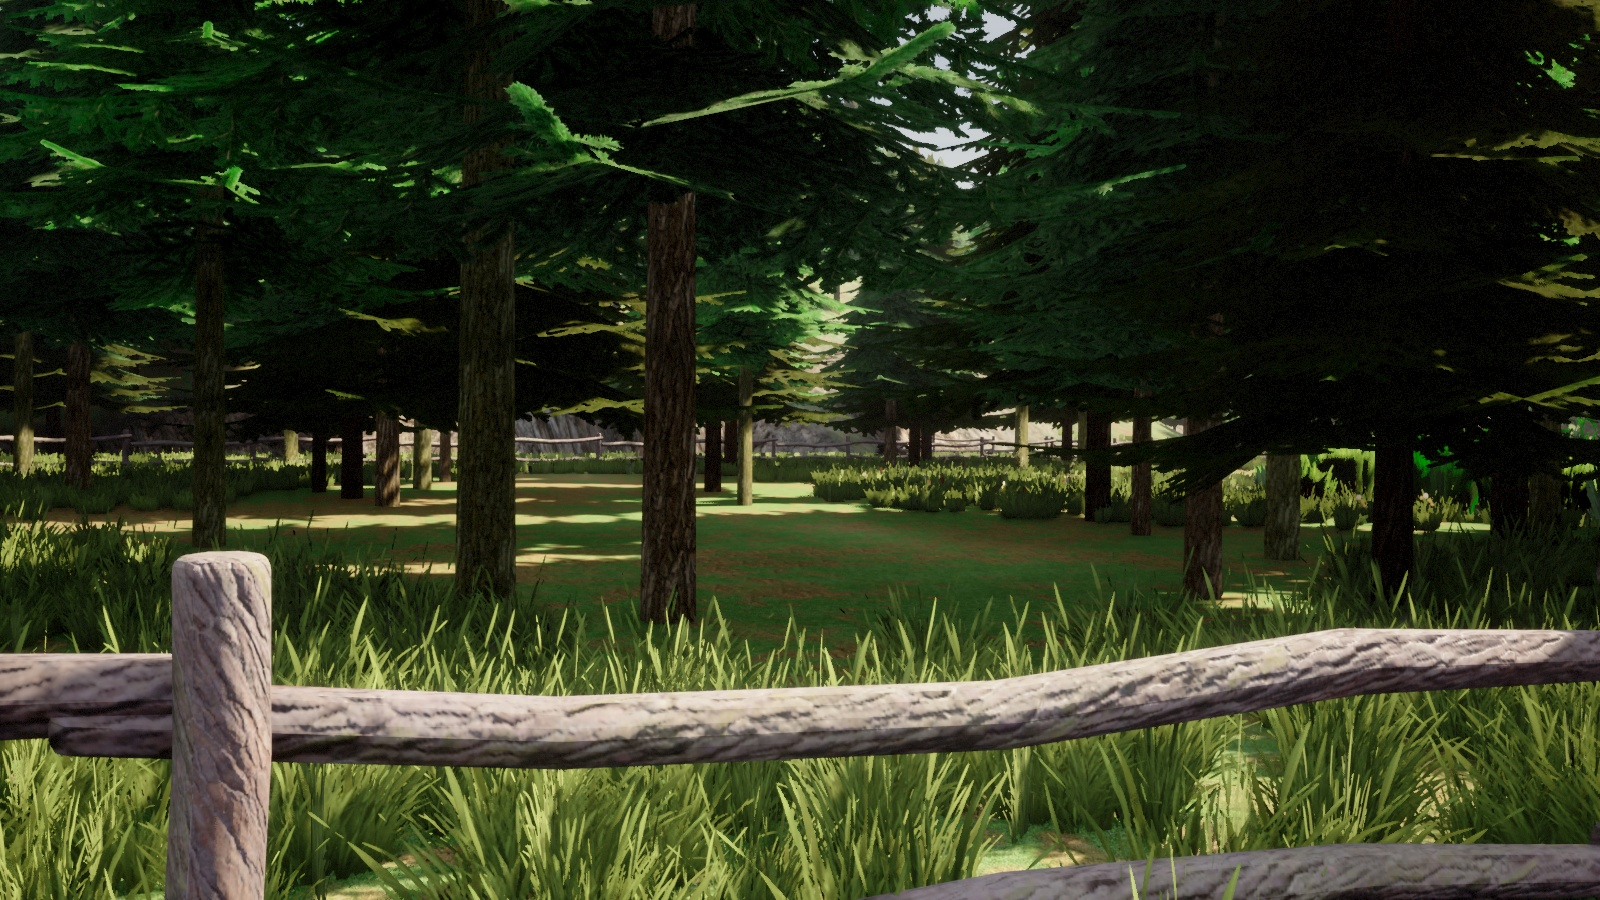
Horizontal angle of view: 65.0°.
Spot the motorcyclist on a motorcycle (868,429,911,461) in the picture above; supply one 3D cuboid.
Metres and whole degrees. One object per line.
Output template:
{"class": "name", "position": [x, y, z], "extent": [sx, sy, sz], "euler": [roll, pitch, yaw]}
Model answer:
{"class": "motorcyclist on a motorcycle", "position": [4.481, -0.263, 62.801], "extent": [2.044, 1.523, 0.797], "euler": [-1, 1, -29]}
